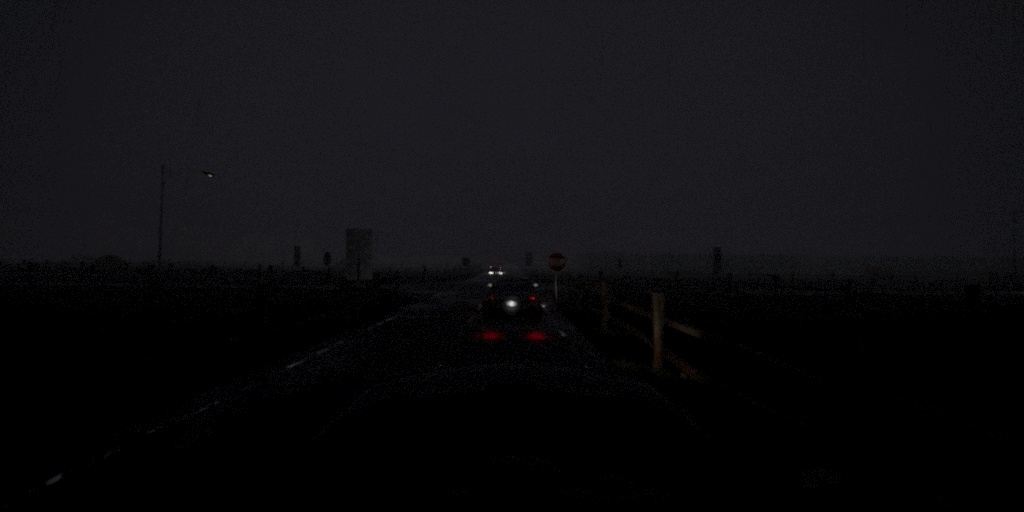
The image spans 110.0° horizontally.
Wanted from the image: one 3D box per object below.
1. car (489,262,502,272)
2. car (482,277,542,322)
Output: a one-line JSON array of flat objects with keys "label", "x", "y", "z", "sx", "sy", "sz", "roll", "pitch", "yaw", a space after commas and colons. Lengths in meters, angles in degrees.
[{"label": "car", "x": -2.800, "y": 1.913, "z": 62.824, "sx": 2.097, "sy": 1.767, "sz": 4.553, "roll": 0, "pitch": -1, "yaw": 1}, {"label": "car", "x": 0.028, "y": 1.460, "z": 12.955, "sx": 1.994, "sy": 1.385, "sz": 4.181, "roll": 0, "pitch": -1, "yaw": 1}]
